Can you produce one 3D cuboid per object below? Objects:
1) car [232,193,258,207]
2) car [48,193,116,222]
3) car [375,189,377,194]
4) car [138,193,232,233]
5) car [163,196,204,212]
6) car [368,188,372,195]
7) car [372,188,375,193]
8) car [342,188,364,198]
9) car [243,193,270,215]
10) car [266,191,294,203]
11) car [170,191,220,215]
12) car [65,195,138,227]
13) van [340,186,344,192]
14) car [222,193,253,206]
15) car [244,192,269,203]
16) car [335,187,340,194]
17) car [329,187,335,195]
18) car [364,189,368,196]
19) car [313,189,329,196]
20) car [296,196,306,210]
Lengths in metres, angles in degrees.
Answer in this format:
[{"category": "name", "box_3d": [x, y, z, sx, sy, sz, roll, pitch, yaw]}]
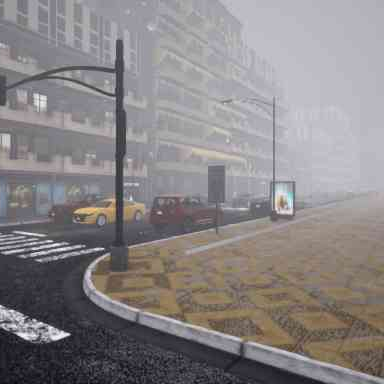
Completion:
[{"category": "car", "box_3d": [6.080, 0.842, 36.812, 1.837, 1.490, 4.892, 0, 1, 35]}, {"category": "car", "box_3d": [-7.076, 1.010, 22.469, 2.192, 1.841, 5.009, 1, 2, 35]}, {"category": "car", "box_3d": [44.277, -0.221, 81.411, 2.008, 1.369, 4.403, 1, 2, 35]}, {"category": "car", "box_3d": [-0.170, 1.026, 17.724, 2.192, 1.841, 5.009, 1, 2, 35]}, {"category": "car", "box_3d": [-0.730, 1.069, 31.572, 1.802, 1.307, 4.206, 2, 2, 35]}, {"category": "car", "box_3d": [34.753, 0.095, 67.765, 1.887, 1.381, 4.507, 1, 2, 35]}, {"category": "car", "box_3d": [37.928, -0.012, 72.314, 1.887, 1.381, 4.507, 1, 2, 35]}, {"category": "car", "box_3d": [28.403, 0.308, 58.668, 1.887, 1.381, 4.507, 1, 2, 35]}, {"category": "car", "box_3d": [6.178, 1.069, 26.827, 1.947, 1.339, 4.313, 1, 2, 35]}, {"category": "car", "box_3d": [12.084, 0.631, 45.338, 2.128, 1.511, 4.902, 0, 1, 35]}, {"category": "car", "box_3d": [0.340, 0.878, 28.601, 2.097, 1.767, 4.553, 0, 1, 35]}, {"category": "car", "box_3d": [-5.045, 1.180, 20.880, 1.882, 1.535, 5.008, 0, 1, 34]}, {"category": "van", "box_3d": [37.362, -0.446, 86.137, 1.690, 1.788, 3.998, 2, 2, 35]}, {"category": "car", "box_3d": [5.619, 0.828, 40.667, 2.008, 1.369, 4.403, 2, 2, 35]}, {"category": "car", "box_3d": [8.792, 0.754, 45.214, 1.802, 1.307, 4.206, 2, 2, 35]}, {"category": "car", "box_3d": [34.187, -0.240, 81.593, 1.967, 1.590, 4.097, 2, 2, 35]}, {"category": "car", "box_3d": [31.012, -0.027, 77.048, 1.887, 1.381, 4.507, 2, 2, 35]}, {"category": "car", "box_3d": [31.578, 0.098, 63.213, 1.967, 1.590, 4.097, 1, 2, 35]}, {"category": "car", "box_3d": [27.838, -0.025, 72.497, 1.967, 1.590, 4.097, 2, 2, 35]}, {"category": "car", "box_3d": [9.353, 0.965, 31.376, 1.947, 1.339, 4.313, 1, 2, 35]}]
